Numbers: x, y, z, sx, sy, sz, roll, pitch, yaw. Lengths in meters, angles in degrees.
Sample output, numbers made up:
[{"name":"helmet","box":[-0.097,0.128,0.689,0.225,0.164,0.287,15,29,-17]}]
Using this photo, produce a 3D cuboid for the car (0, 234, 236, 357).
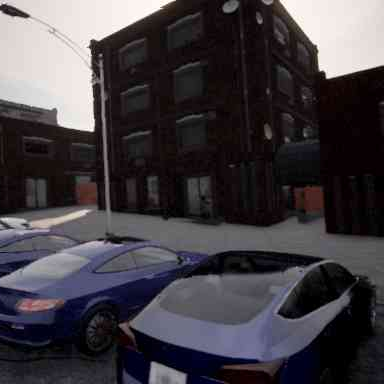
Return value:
[{"name":"car","box":[-1.250,1.561,6.206,2.002,1.452,4.674,-1,0,36]}]

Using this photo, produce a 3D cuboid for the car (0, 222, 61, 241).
[{"name":"car","box":[-3.743,1.589,7.985,2.002,1.452,4.674,-1,0,35]}]

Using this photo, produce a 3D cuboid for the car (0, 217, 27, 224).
[{"name":"car","box":[-6.153,1.451,9.668,2.185,1.767,4.553,-1,0,35]}]
